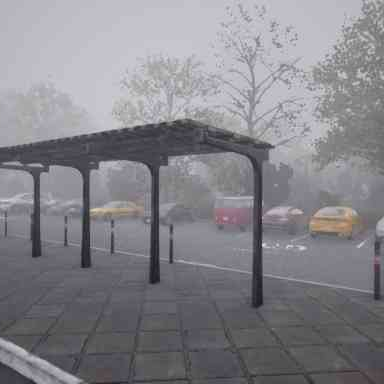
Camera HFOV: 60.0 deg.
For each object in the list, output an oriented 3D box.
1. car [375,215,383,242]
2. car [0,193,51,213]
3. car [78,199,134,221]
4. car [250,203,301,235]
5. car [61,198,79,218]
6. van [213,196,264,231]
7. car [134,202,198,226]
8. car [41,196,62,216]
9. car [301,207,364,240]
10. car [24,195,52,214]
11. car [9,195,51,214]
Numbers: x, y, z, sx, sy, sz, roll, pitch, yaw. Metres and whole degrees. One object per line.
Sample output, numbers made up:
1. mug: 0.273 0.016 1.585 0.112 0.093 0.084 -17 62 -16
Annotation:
1. car: 9.873 1.556 15.677 2.002 1.452 4.674 0 0 35
2. car: -17.301 1.096 34.934 2.435 2.045 5.566 0 0 35
3. car: -6.077 1.414 26.774 1.946 1.575 5.366 0 0 35
4. car: 5.345 1.527 18.890 2.002 1.452 4.674 0 0 35
5. car: -8.215 1.433 28.555 2.163 1.488 4.792 0 0 35
6. van: 3.152 1.247 20.593 1.878 1.987 4.442 0 0 35
7. car: -1.459 1.475 23.688 2.163 1.488 4.792 0 0 35
8. car: -10.491 1.390 30.143 2.231 1.521 4.892 0 0 35
9. car: 7.608 1.501 17.281 2.097 1.535 5.008 0 0 35
10. car: -12.755 1.375 31.749 2.097 1.535 5.008 0 0 35
11. car: -15.019 1.361 33.355 2.097 1.535 5.008 0 0 35
